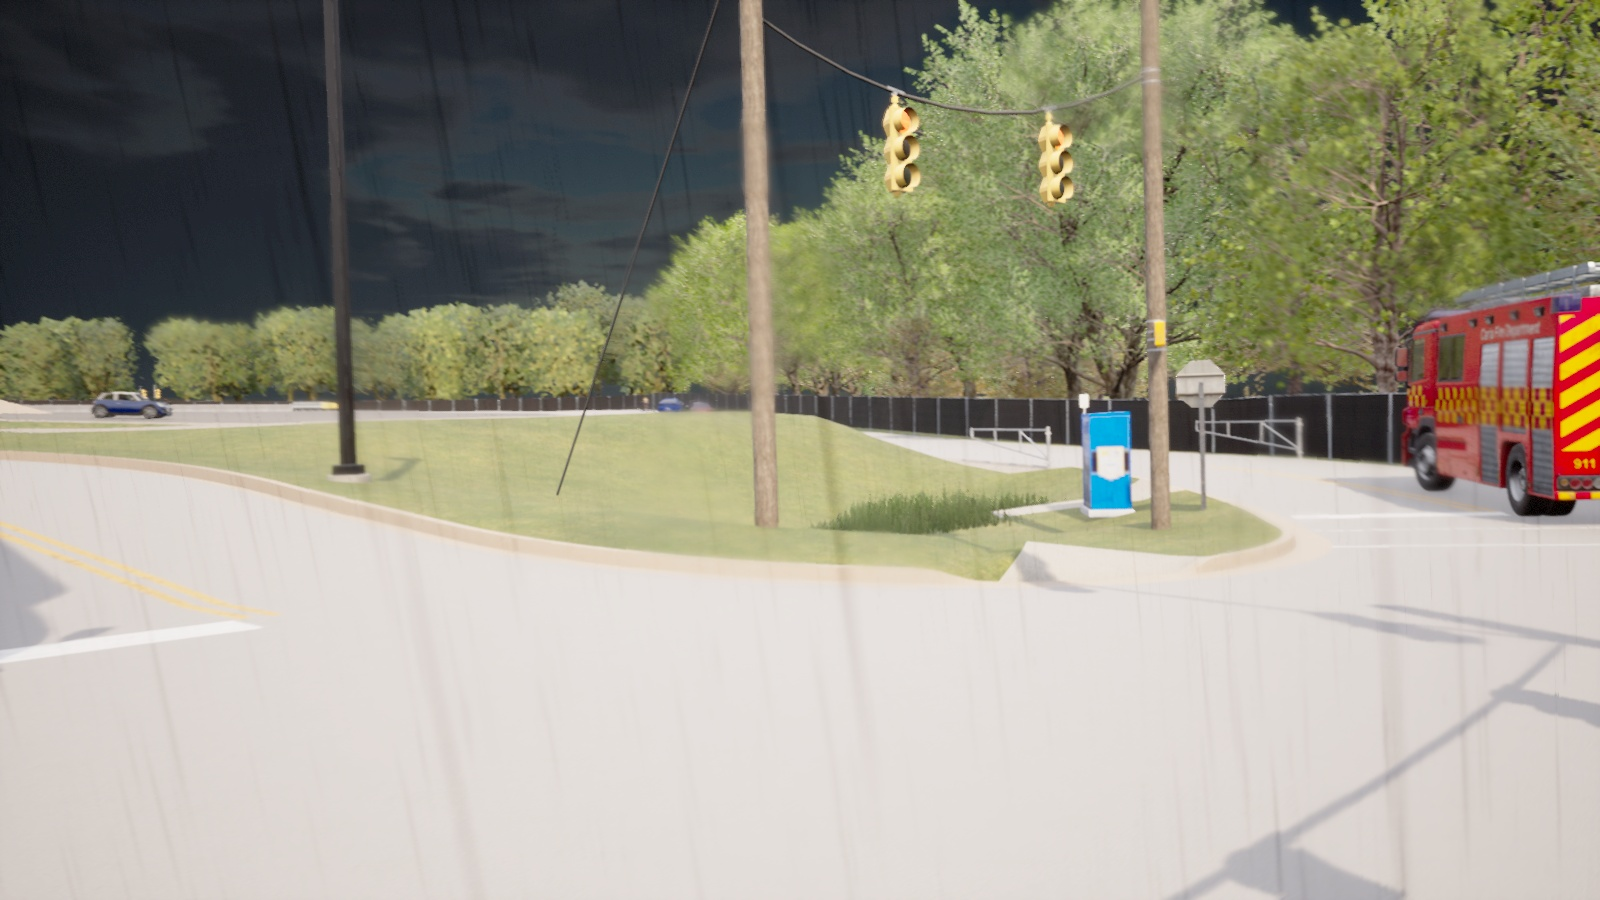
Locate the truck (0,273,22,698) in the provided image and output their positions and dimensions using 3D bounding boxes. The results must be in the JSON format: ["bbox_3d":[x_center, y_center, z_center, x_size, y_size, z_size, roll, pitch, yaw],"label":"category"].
[{"bbox_3d":[-7.265,0.113,8.424,2.627,2.467,5.204,-3,6,-40],"label":"truck"}]

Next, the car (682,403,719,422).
[{"bbox_3d":[-7.844,-2.983,98.863,1.994,1.385,4.181,-2,3,-17],"label":"car"}]

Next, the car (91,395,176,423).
[{"bbox_3d":[-37.250,-2.321,70.249,3.806,1.475,1.970,0,3,-11],"label":"car"}]

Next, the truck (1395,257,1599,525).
[{"bbox_3d":[13.110,-1.057,22.011,2.891,3.827,8.468,-2,2,12],"label":"truck"}]
